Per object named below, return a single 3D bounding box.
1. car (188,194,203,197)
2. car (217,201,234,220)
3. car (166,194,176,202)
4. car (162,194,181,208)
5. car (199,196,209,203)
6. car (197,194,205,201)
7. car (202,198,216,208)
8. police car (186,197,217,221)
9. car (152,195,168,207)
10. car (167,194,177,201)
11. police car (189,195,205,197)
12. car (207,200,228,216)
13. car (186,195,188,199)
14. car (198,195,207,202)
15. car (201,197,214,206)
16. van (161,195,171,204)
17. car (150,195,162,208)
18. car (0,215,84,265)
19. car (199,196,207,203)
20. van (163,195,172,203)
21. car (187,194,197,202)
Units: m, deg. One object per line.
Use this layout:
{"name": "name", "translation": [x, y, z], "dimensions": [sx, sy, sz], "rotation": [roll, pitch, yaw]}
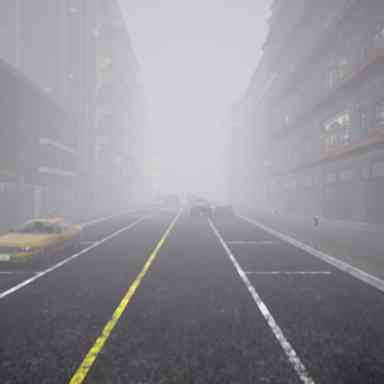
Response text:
{"name": "car", "translation": [0.824, 1.408, 43.148], "dimensions": [2.097, 1.767, 4.553], "rotation": [0, 0, 0]}
{"name": "car", "translation": [2.585, 1.571, 28.507], "dimensions": [1.887, 1.381, 4.507], "rotation": [1, 0, 0]}
{"name": "car", "translation": [-5.291, 1.514, 83.875], "dimensions": [2.192, 1.841, 5.009], "rotation": [1, 0, 0]}
{"name": "car", "translation": [-2.832, 1.297, 50.060], "dimensions": [2.150, 2.045, 5.566], "rotation": [0, 0, 0]}
{"name": "car", "translation": [2.584, 1.696, 72.752], "dimensions": [1.887, 1.381, 4.507], "rotation": [1, 0, 0]}
{"name": "car", "translation": [2.555, 1.566, 94.877], "dimensions": [2.192, 1.841, 5.009], "rotation": [1, 0, 0]}
{"name": "car", "translation": [2.584, 1.623, 50.629], "dimensions": [1.887, 1.381, 4.507], "rotation": [1, 0, 0]}
{"name": "police car", "translation": [0.714, 1.449, 27.283], "dimensions": [1.930, 1.638, 5.238], "rotation": [0, 0, 0]}
{"name": "car", "translation": [-5.290, 1.408, 56.224], "dimensions": [2.192, 1.841, 5.009], "rotation": [2, 0, 0]}
{"name": "car", "translation": [-5.291, 1.539, 89.405], "dimensions": [2.192, 1.841, 5.009], "rotation": [1, 0, 0]}
{"name": "police car", "translation": [0.825, 1.468, 37.286], "dimensions": [1.930, 1.638, 5.238], "rotation": [0, 0, 0]}
{"name": "car", "translation": [2.585, 1.562, 34.209], "dimensions": [1.752, 1.417, 4.829], "rotation": [1, 0, 0]}
{"name": "car", "translation": [0.000, 1.338, 63.748], "dimensions": [2.150, 2.045, 5.566], "rotation": [0, 0, 0]}
{"name": "car", "translation": [2.594, 1.639, 83.815], "dimensions": [1.967, 1.590, 4.097], "rotation": [1, 0, 0]}
{"name": "car", "translation": [2.584, 1.644, 56.161], "dimensions": [2.008, 1.369, 4.403], "rotation": [1, 0, 0]}
{"name": "van", "translation": [-5.291, 1.470, 67.283], "dimensions": [1.690, 1.788, 3.998], "rotation": [2, 0, 0]}
{"name": "car", "translation": [-5.295, 1.603, 50.522], "dimensions": [1.752, 1.417, 4.829], "rotation": [2, 0, 0]}
{"name": "car", "translation": [-5.293, 1.530, 11.815], "dimensions": [1.752, 1.417, 4.829], "rotation": [2, 0, 0]}
{"name": "car", "translation": [2.584, 1.719, 78.282], "dimensions": [1.887, 1.381, 4.507], "rotation": [1, 0, 0]}
{"name": "van", "translation": [-5.291, 1.492, 72.815], "dimensions": [1.690, 1.788, 3.998], "rotation": [1, 0, 0]}
{"name": "car", "translation": [0.000, 1.436, 78.693], "dimensions": [2.097, 1.767, 4.553], "rotation": [0, 0, 0]}
